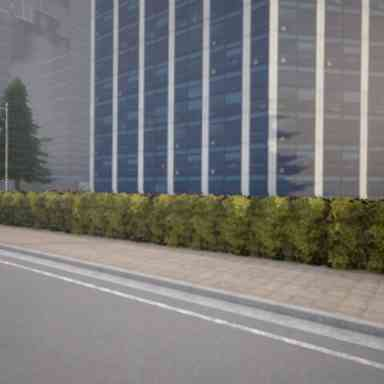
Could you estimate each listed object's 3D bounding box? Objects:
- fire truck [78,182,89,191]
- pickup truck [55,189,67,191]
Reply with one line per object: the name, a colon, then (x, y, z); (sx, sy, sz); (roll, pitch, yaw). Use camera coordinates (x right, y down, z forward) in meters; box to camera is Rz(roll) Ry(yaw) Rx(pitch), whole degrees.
fire truck: (-17.235, -0.218, 62.782); (2.891, 3.827, 8.468); (1, 0, 35)
pickup truck: (-27.733, 0.325, 70.656); (6.274, 2.098, 2.390); (0, 0, -24)
